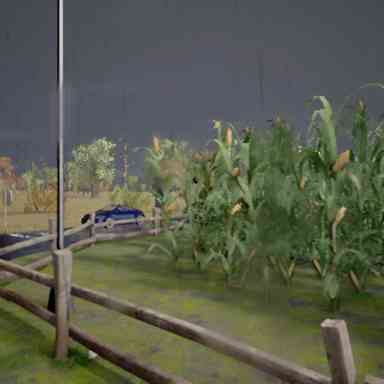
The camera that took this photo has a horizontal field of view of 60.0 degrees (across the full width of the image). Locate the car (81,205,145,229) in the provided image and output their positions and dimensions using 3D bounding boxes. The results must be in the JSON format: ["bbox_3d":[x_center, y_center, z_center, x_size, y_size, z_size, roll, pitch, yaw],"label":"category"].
[{"bbox_3d":[-4.982,1.526,21.449,1.994,1.385,4.181,0,0,37],"label":"car"}]

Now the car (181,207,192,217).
[{"bbox_3d":[1.035,1.441,29.643,1.837,1.490,4.892,0,0,36],"label":"car"}]
